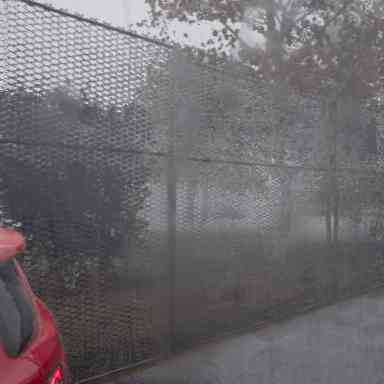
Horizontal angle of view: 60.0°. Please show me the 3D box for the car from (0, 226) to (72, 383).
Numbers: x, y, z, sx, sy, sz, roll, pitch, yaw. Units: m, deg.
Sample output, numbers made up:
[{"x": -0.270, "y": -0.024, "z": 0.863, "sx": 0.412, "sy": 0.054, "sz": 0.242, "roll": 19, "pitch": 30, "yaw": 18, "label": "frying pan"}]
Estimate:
[{"x": -3.191, "y": 1.208, "z": 0.826, "sx": 5.566, "sy": 2.045, "sz": 2.150, "roll": 0, "pitch": 1, "yaw": -36, "label": "car"}]
